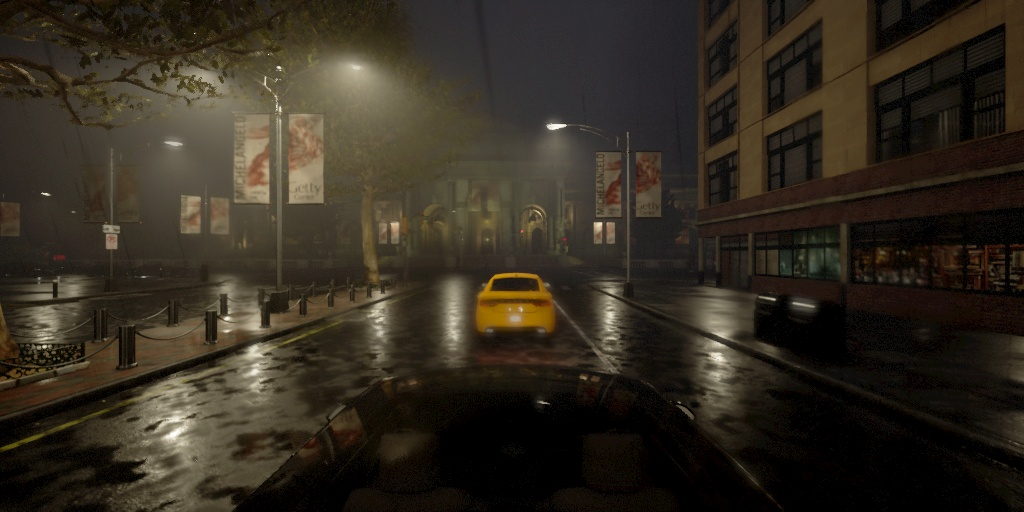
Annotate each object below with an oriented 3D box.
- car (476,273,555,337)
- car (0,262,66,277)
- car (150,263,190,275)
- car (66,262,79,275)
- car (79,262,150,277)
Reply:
[{"bbox_3d":[0.119,1.227,10.350,1.882,1.535,5.008,0,0,1],"label":"car"},{"bbox_3d":[-47.082,1.275,34.831,4.674,1.442,1.812,0,0,0],"label":"car"},{"bbox_3d":[-37.404,1.350,38.290,4.718,1.301,1.895,0,0,0],"label":"car"},{"bbox_3d":[-47.010,1.296,38.344,5.357,1.411,2.033,0,0,0],"label":"car"},{"bbox_3d":[-38.513,1.313,34.793,4.181,1.385,1.994,0,0,0],"label":"car"}]
